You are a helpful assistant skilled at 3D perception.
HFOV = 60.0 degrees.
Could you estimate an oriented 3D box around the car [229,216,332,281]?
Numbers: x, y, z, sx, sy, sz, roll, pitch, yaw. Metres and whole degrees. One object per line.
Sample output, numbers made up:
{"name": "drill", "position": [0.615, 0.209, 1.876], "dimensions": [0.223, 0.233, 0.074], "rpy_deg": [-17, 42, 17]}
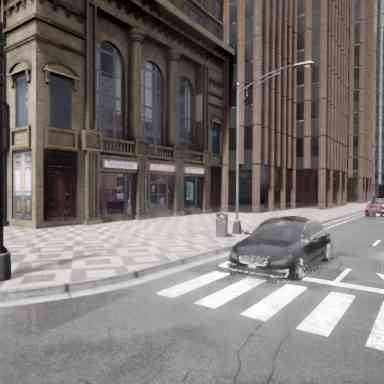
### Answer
{"name": "car", "position": [2.873, 1.551, 10.100], "dimensions": [1.837, 1.490, 4.892], "rpy_deg": [1, 1, 35]}

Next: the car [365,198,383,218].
{"name": "car", "position": [17.024, 1.379, 29.968], "dimensions": [2.097, 1.767, 4.553], "rpy_deg": [1, 0, 35]}
